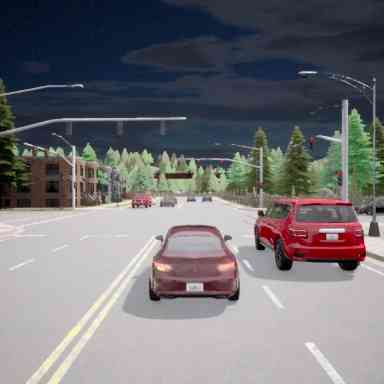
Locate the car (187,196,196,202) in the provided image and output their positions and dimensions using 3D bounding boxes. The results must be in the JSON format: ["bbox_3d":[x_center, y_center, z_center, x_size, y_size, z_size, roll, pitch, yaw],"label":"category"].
[{"bbox_3d":[-0.165,1.553,74.595,1.994,1.385,4.181,0,0,0],"label":"car"}]

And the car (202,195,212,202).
[{"bbox_3d":[3.342,1.355,74.368,2.097,1.767,4.553,0,0,0],"label":"car"}]

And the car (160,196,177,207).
[{"bbox_3d":[-3.711,1.352,51.203,2.097,1.767,4.553,0,0,0],"label":"car"}]

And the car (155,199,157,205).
[{"bbox_3d":[-7.215,1.525,57.326,1.812,1.442,4.674,0,0,0],"label":"car"}]

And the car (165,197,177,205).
[{"bbox_3d":[-3.710,1.563,60.057,1.994,1.385,4.181,0,0,0],"label":"car"}]

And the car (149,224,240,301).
[{"bbox_3d":[0.045,1.526,8.205,1.812,1.442,4.674,0,0,0],"label":"car"}]

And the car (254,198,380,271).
[{"bbox_3d":[3.551,1.221,11.086,2.150,2.045,5.566,0,0,0],"label":"car"}]

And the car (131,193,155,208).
[{"bbox_3d":[-7.178,1.221,47.927,2.150,2.045,5.566,0,0,2],"label":"car"}]

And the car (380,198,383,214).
[{"bbox_3d":[18.255,1.352,32.480,4.553,1.767,2.097,0,0,0],"label":"car"}]
